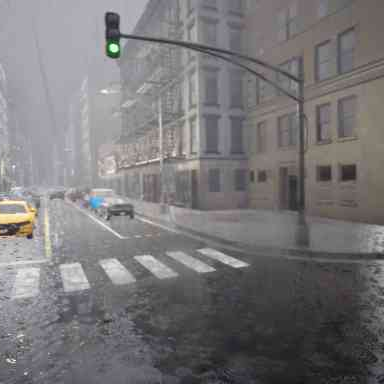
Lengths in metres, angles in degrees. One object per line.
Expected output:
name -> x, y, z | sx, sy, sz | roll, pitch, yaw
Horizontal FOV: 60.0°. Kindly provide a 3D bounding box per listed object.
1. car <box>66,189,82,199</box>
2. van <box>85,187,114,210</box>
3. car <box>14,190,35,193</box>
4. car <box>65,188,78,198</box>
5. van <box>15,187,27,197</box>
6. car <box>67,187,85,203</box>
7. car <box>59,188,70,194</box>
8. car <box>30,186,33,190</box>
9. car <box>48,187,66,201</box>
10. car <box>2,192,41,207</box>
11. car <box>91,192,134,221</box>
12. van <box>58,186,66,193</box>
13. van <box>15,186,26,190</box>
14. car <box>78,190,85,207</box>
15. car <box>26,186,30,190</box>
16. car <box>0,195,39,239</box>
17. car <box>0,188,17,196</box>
car -> -18.058, 0.283, 50.848 | 2.008, 1.369, 4.403 | -2, 2, -24
van -> -7.100, 0.646, 26.139 | 1.690, 1.788, 3.998 | -2, 2, -24
car -> -16.154, 0.821, 33.055 | 1.994, 1.385, 4.181 | -2, 2, -24
car -> -20.319, 0.140, 55.942 | 1.752, 1.417, 4.829 | -2, 2, -24
van -> -32.032, -0.027, 62.384 | 1.690, 1.788, 3.998 | -2, 2, -24
car -> -13.677, 0.276, 40.960 | 2.192, 1.841, 5.009 | -2, 2, -24
car -> -29.019, -0.274, 75.551 | 1.947, 1.339, 4.313 | -2, 2, -24
car -> -36.425, -0.046, 72.266 | 2.008, 1.369, 4.403 | -2, 2, -24
car -> -18.653, 0.404, 45.907 | 1.837, 1.490, 4.892 | -2, 2, -24
car -> -12.099, 1.017, 23.904 | 2.033, 1.411, 5.357 | -2, 2, -24
car -> -4.904, 0.970, 21.205 | 2.008, 1.369, 4.403 | -2, 2, -24
van -> -33.407, -0.728, 85.425 | 1.690, 1.788, 3.998 | -2, 2, -24
van -> -27.636, 0.201, 52.507 | 1.690, 1.788, 3.998 | -2, 2, -24
car -> -9.288, 0.772, 31.087 | 1.802, 1.307, 4.206 | -2, 2, -24
car -> -29.834, 0.061, 57.444 | 2.192, 1.841, 5.009 | -2, 2, -24
car -> -8.100, 1.157, 14.872 | 1.882, 1.535, 5.008 | -2, 2, -24
car -> -18.842, 0.757, 32.760 | 1.967, 1.590, 4.097 | -2, 2, -24
